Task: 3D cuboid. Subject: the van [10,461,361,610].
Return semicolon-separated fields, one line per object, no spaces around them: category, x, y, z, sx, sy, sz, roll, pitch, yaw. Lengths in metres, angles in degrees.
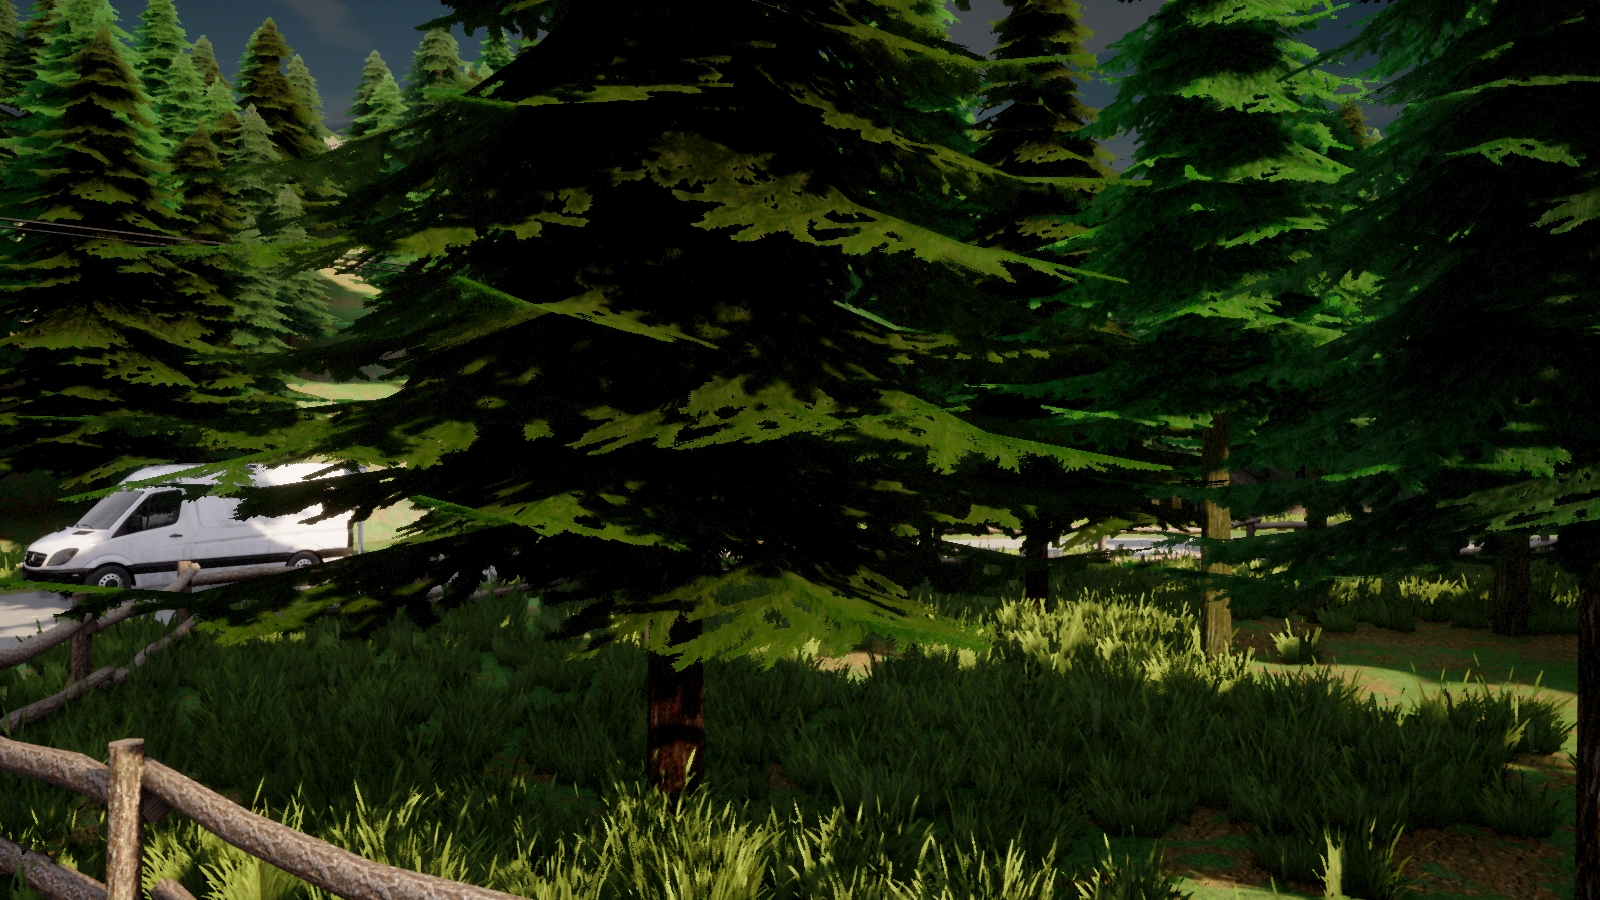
van;-12.132;1.534;23.024;1.988;2.561;5.915;0;0;39
